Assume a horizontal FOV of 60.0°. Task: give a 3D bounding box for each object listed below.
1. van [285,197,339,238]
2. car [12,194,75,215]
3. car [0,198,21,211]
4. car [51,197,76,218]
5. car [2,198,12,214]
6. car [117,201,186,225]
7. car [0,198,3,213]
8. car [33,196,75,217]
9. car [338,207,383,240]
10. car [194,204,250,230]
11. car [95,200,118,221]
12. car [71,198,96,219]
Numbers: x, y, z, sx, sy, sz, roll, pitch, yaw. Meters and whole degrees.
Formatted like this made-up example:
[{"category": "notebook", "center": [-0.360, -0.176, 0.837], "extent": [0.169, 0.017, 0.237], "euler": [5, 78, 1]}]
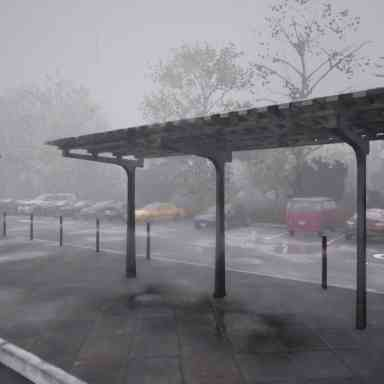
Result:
[{"category": "van", "center": [6.648, 1.264, 18.097], "extent": [1.878, 1.987, 4.442], "euler": [0, 0, 35]}, {"category": "car", "center": [-13.821, 1.193, 32.416], "extent": [2.435, 2.045, 5.566], "euler": [0, 0, 35]}, {"category": "car", "center": [-22.882, 1.441, 38.832], "extent": [2.163, 1.488, 4.792], "euler": [1, 0, 35]}, {"category": "car", "center": [-9.271, 1.454, 29.235], "extent": [2.097, 1.535, 5.008], "euler": [0, 0, 35]}, {"category": "car", "center": [-16.073, 1.441, 34.038], "extent": [2.231, 1.521, 4.892], "euler": [0, 0, 35]}, {"category": "car", "center": [-2.587, 1.467, 24.267], "extent": [1.946, 1.575, 5.366], "euler": [0, 0, 35]}, {"category": "car", "center": [-18.339, 1.432, 35.644], "extent": [2.097, 1.535, 5.008], "euler": [0, 0, 35]}, {"category": "car", "center": [-11.537, 1.449, 30.839], "extent": [2.097, 1.535, 5.008], "euler": [0, 0, 35]}, {"category": "car", "center": [8.843, 1.535, 16.396], "extent": [2.002, 1.452, 4.674], "euler": [0, 0, 35]}, {"category": "car", "center": [2.034, 1.509, 21.186], "extent": [2.163, 1.488, 4.792], "euler": [0, 0, 35]}, {"category": "car", "center": [-4.728, 1.494, 26.047], "extent": [2.163, 1.488, 4.792], "euler": [0, 0, 35]}, {"category": "car", "center": [-7.005, 1.461, 27.632], "extent": [2.231, 1.521, 4.892], "euler": [0, 0, 35]}]
